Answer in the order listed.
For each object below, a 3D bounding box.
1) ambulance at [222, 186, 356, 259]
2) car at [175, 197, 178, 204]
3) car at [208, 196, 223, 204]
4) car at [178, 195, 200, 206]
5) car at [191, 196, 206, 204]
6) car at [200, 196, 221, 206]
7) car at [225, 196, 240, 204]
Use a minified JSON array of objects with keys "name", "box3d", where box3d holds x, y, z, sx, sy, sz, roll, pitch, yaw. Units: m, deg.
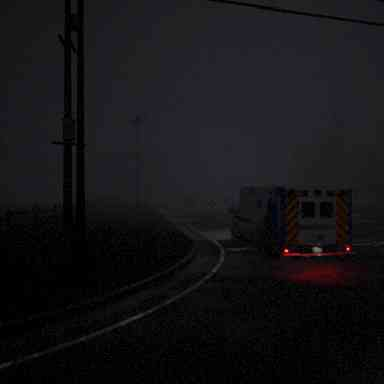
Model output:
[{"name":"ambulance","box3d":[3.219,1.031,12.662,2.351,2.431,6.366,0,0,-10]},{"name":"car","box3d":[-2.193,1.547,65.661,2.033,1.411,5.357,0,0,-10]},{"name":"car","box3d":[4.709,1.505,66.827,1.837,1.490,4.892,0,0,-10]},{"name":"car","box3d":[-0.516,1.352,55.745,2.097,1.767,4.553,0,0,-10]},{"name":"car","box3d":[1.258,1.491,66.244,2.128,1.511,4.902,0,0,-10]},{"name":"car","box3d":[2.958,1.526,56.195,1.812,1.442,4.674,0,0,-10]},{"name":"car","box3d":[8.160,1.526,67.410,1.812,1.442,4.674,0,0,-10]}]
